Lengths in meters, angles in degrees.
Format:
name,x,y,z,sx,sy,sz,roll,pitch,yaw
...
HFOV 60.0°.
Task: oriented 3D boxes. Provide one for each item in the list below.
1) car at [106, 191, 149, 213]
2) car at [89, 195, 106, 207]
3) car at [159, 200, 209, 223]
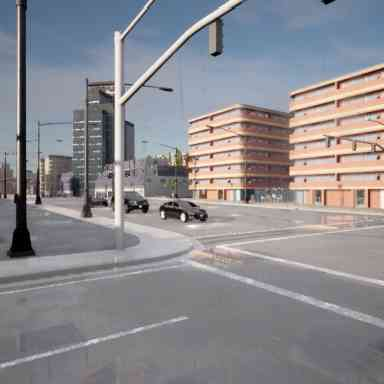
name,x,y,z,sx,sy,sz,roll,pitch,yaw
car,-6.270,0.945,32.996,2.150,2.045,5.566,0,1,-34
car,-11.936,1.111,41.298,1.994,1.385,4.181,0,1,-34
car,-0.706,1.373,24.843,1.837,1.490,4.892,0,1,-34
